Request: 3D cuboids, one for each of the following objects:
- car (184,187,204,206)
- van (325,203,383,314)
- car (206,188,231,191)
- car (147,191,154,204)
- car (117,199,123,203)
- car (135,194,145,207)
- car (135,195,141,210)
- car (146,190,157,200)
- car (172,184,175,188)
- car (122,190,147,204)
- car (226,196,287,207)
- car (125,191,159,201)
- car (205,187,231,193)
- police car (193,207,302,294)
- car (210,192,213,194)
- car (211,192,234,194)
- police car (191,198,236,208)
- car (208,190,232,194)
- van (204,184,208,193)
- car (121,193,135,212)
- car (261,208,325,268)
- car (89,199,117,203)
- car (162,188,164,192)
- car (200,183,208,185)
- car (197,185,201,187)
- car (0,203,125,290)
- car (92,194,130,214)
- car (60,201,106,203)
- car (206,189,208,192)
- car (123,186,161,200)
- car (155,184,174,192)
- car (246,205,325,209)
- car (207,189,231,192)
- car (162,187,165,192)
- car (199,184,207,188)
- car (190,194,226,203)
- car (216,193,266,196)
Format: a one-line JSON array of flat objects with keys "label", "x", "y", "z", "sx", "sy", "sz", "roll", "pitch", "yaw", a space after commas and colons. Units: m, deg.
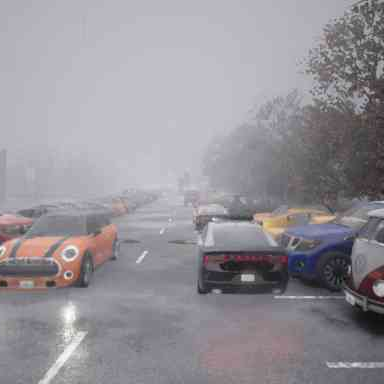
[{"label": "car", "x": 0.094, "y": 0.706, "z": 44.985, "sx": 2.150, "sy": 2.045, "sz": 5.566, "roll": 0, "pitch": 2, "yaw": 1}, {"label": "van", "x": 4.934, "y": 1.255, "z": 5.701, "sx": 4.442, "sy": 1.987, "sz": 1.878, "roll": 0, "pitch": 0, "yaw": 0}, {"label": "car", "x": 5.143, "y": 0.545, "z": 56.001, "sx": 4.674, "sy": 1.452, "sz": 2.002, "roll": 0, "pitch": 3, "yaw": 0}, {"label": "car", "x": -7.989, "y": 1.008, "z": 44.698, "sx": 4.792, "sy": 1.488, "sz": 2.163, "roll": 0, "pitch": 2, "yaw": 0}, {"label": "car", "x": -7.992, "y": 1.457, "z": 25.190, "sx": 4.674, "sy": 1.452, "sz": 2.002, "roll": 0, "pitch": 0, "yaw": 0}, {"label": "car", "x": -8.004, "y": 1.247, "z": 36.331, "sx": 4.792, "sy": 1.488, "sz": 2.163, "roll": 0, "pitch": 1, "yaw": 0}, {"label": "car", "x": -7.950, "y": 1.310, "z": 33.544, "sx": 4.792, "sy": 1.488, "sz": 2.163, "roll": 0, "pitch": 1, "yaw": 0}, {"label": "car", "x": -7.961, "y": 0.878, "z": 47.474, "sx": 4.892, "sy": 1.521, "sz": 2.231, "roll": 0, "pitch": 2, "yaw": 0}, {"label": "car", "x": -8.156, "y": -0.834, "z": 93.969, "sx": 5.008, "sy": 1.535, "sz": 2.097, "roll": 0, "pitch": 3, "yaw": 0}, {"label": "car", "x": -8.001, "y": 1.021, "z": 39.114, "sx": 4.553, "sy": 1.767, "sz": 2.185, "roll": 0, "pitch": 2, "yaw": 0}, {"label": "car", "x": 4.905, "y": 1.374, "z": 28.125, "sx": 5.366, "sy": 1.575, "sz": 1.946, "roll": 0, "pitch": 1, "yaw": 0}, {"label": "car", "x": -7.950, "y": 0.644, "z": 53.053, "sx": 5.008, "sy": 1.535, "sz": 2.097, "roll": 0, "pitch": 2, "yaw": 0}, {"label": "car", "x": 5.148, "y": 0.407, "z": 58.783, "sx": 4.674, "sy": 1.452, "sz": 2.002, "roll": 0, "pitch": 3, "yaw": 0}, {"label": "police car", "x": 1.066, "y": 1.427, "z": 8.908, "sx": 1.930, "sy": 1.638, "sz": 5.238, "roll": 0, "pitch": 0, "yaw": 0}, {"label": "car", "x": 5.110, "y": 1.061, "z": 42.064, "sx": 5.008, "sy": 1.535, "sz": 2.097, "roll": 0, "pitch": 2, "yaw": 0}, {"label": "car", "x": 5.105, "y": 1.142, "z": 39.275, "sx": 5.008, "sy": 1.535, "sz": 2.097, "roll": 0, "pitch": 2, "yaw": 0}, {"label": "police car", "x": 1.084, "y": 1.414, "z": 18.905, "sx": 1.930, "sy": 1.638, "sz": 5.238, "roll": 0, "pitch": 0, "yaw": 0}, {"label": "car", "x": 5.311, "y": 0.872, "z": 47.508, "sx": 5.366, "sy": 1.575, "sz": 1.946, "roll": 0, "pitch": 2, "yaw": 0}, {"label": "van", "x": 5.024, "y": 0.011, "z": 61.441, "sx": 4.442, "sy": 1.987, "sz": 1.878, "roll": -1, "pitch": 3, "yaw": 0}, {"label": "car", "x": -7.953, "y": 1.210, "z": 30.754, "sx": 4.553, "sy": 1.767, "sz": 2.185, "roll": 0, "pitch": 1, "yaw": 0}, {"label": "car", "x": 5.246, "y": 1.479, "z": 11.271, "sx": 5.366, "sy": 1.575, "sz": 1.946, "roll": 0, "pitch": 0, "yaw": 0}, {"label": "car", "x": -8.006, "y": 1.445, "z": 22.400, "sx": 5.008, "sy": 1.535, "sz": 2.097, "roll": 0, "pitch": 1, "yaw": 0}, {"label": "car", "x": -7.905, "y": 0.406, "z": 58.613, "sx": 4.792, "sy": 1.488, "sz": 2.163, "roll": 0, "pitch": 3, "yaw": 0}, {"label": "car", "x": 4.947, "y": -0.808, "z": 91.302, "sx": 4.553, "sy": 1.767, "sz": 2.185, "roll": 0, "pitch": 3, "yaw": 0}, {"label": "car", "x": 0.107, "y": 0.245, "z": 58.669, "sx": 2.097, "sy": 1.767, "sz": 4.553, "roll": 0, "pitch": 3, "yaw": 0}, {"label": "car", "x": -3.476, "y": 1.354, "z": 9.248, "sx": 2.097, "sy": 1.767, "sz": 4.553, "roll": 0, "pitch": 0, "yaw": 0}, {"label": "car", "x": -7.958, "y": 1.255, "z": 27.975, "sx": 4.553, "sy": 1.767, "sz": 2.185, "roll": 0, "pitch": 1, "yaw": 0}, {"label": "car", "x": -8.010, "y": 1.465, "z": 19.611, "sx": 5.008, "sy": 1.535, "sz": 2.097, "roll": 0, "pitch": 0, "yaw": 0}, {"label": "car", "x": 5.164, "y": 0.671, "z": 53.092, "sx": 4.792, "sy": 1.488, "sz": 2.163, "roll": 0, "pitch": 3, "yaw": 0}, {"label": "car", "x": -7.921, "y": 0.514, "z": 50.251, "sx": 5.566, "sy": 2.045, "sz": 2.435, "roll": 0, "pitch": 2, "yaw": 0}, {"label": "car", "x": -8.193, "y": -0.646, "z": 91.199, "sx": 4.792, "sy": 1.488, "sz": 2.163, "roll": 0, "pitch": 3, "yaw": 0}, {"label": "car", "x": 5.060, "y": 1.482, "z": 14.180, "sx": 5.008, "sy": 1.535, "sz": 2.097, "roll": 0, "pitch": 0, "yaw": 0}, {"label": "car", "x": 5.316, "y": 0.760, "z": 50.301, "sx": 5.366, "sy": 1.575, "sz": 1.946, "roll": 0, "pitch": 2, "yaw": 0}, {"label": "car", "x": -7.959, "y": 0.268, "z": 61.394, "sx": 4.792, "sy": 1.488, "sz": 2.163, "roll": 0, "pitch": 3, "yaw": 0}, {"label": "car", "x": 4.908, "y": -0.525, "z": 88.542, "sx": 5.008, "sy": 1.535, "sz": 2.097, "roll": 0, "pitch": 3, "yaw": 0}, {"label": "car", "x": 1.094, "y": 1.291, "z": 24.761, "sx": 2.097, "sy": 1.767, "sz": 4.553, "roll": 0, "pitch": 1, "yaw": 0}, {"label": "car", "x": 5.099, "y": 1.218, "z": 36.358, "sx": 4.892, "sy": 1.521, "sz": 2.231, "roll": 0, "pitch": 2, "yaw": 0}]
